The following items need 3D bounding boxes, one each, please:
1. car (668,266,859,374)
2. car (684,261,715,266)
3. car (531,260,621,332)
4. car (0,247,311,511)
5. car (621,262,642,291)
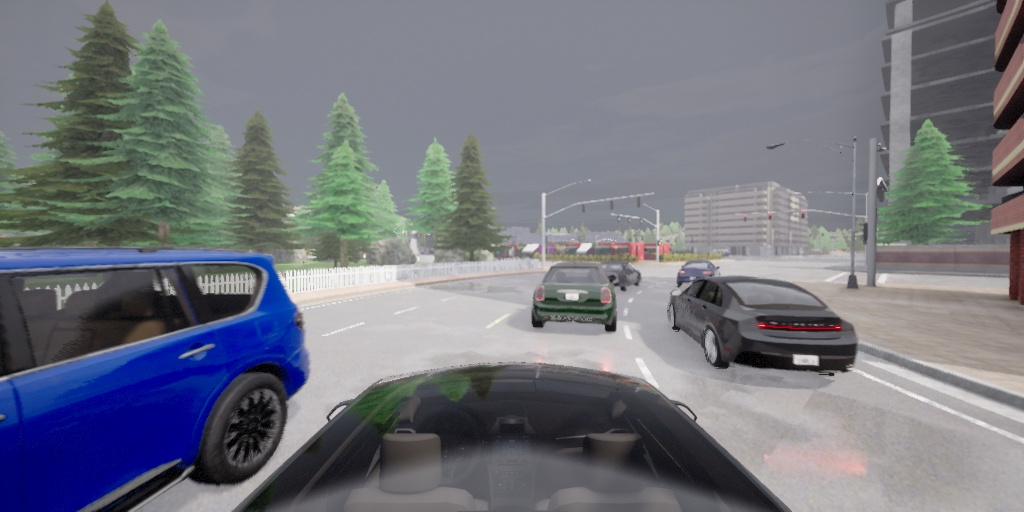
[{"bbox_3d":[4.634,1.164,7.437,1.837,1.490,4.892,0,1,11],"label":"car"},{"bbox_3d":[10.614,0.972,20.304,1.812,1.442,4.674,1,1,34],"label":"car"},{"bbox_3d":[1.968,0.953,10.617,2.097,1.767,4.553,0,1,15],"label":"car"},{"bbox_3d":[-3.441,0.967,1.730,2.150,2.045,5.566,0,1,3],"label":"car"},{"bbox_3d":[5.542,1.007,19.245,2.033,1.411,5.357,1,1,31],"label":"car"}]
